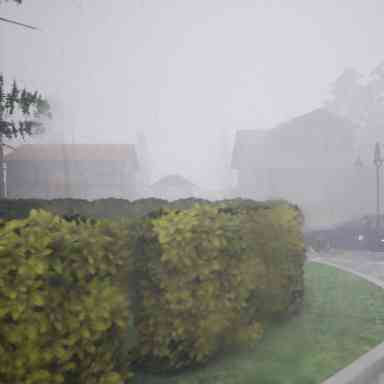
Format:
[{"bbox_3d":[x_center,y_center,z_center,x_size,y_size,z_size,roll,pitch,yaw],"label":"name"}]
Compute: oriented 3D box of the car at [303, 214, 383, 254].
[{"bbox_3d":[6.557,1.525,12.126,5.357,1.411,2.033,-1,0,25],"label":"car"}]
